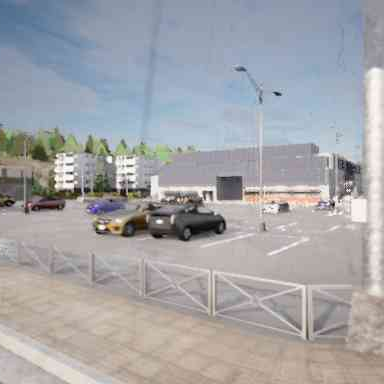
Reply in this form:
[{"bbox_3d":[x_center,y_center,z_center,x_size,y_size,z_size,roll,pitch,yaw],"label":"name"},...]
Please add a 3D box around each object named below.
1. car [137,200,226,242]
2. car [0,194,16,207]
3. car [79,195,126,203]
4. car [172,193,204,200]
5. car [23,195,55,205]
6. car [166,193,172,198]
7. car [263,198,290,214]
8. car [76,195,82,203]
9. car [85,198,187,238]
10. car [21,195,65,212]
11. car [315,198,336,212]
[{"bbox_3d":[-0.141,1.339,15.655,2.007,1.523,4.514,0,0,35],"label":"car"},{"bbox_3d":[-25.915,1.098,44.063,1.932,1.855,4.605,0,0,35],"label":"car"},{"bbox_3d":[-7.998,1.319,30.515,1.845,1.501,3.633,0,0,35],"label":"car"},{"bbox_3d":[-0.264,1.097,47.758,1.932,1.855,4.605,0,0,35],"label":"car"},{"bbox_3d":[-25.822,1.298,56.245,2.007,1.523,4.514,0,0,35],"label":"car"},{"bbox_3d":[-2.877,1.076,49.095,1.905,1.878,3.866,0,0,35],"label":"car"},{"bbox_3d":[8.137,1.383,32.592,1.970,1.475,3.806,0,0,35],"label":"car"},{"bbox_3d":[-18.767,1.232,59.897,1.970,1.475,3.806,0,0,35],"label":"car"},{"bbox_3d":[-2.736,1.330,17.419,2.152,1.636,5.027,0,0,35],"label":"car"},{"bbox_3d":[-16.142,1.298,36.306,2.007,1.523,4.514,0,0,35],"label":"car"},{"bbox_3d":[14.848,1.372,36.941,1.845,1.501,3.633,0,0,35],"label":"car"}]
